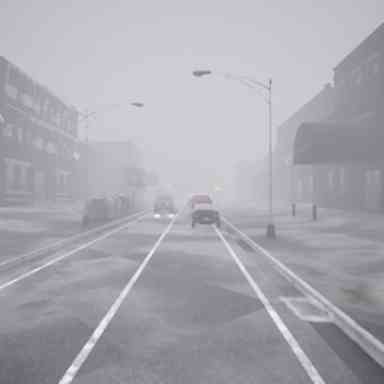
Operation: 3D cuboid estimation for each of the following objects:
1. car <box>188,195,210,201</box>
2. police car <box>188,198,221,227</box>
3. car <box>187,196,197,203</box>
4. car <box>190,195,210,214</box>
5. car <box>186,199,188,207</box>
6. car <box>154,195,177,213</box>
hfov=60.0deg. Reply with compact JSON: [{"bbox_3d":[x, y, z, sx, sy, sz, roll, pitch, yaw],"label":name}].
[{"bbox_3d":[0.893,1.319,33.095,2.150,2.045,5.566,0,0,0],"label":"car"},{"bbox_3d":[0.895,1.472,23.170,1.930,1.638,5.238,0,0,0],"label":"police car"},{"bbox_3d":[-0.014,1.683,71.505,1.994,1.385,4.181,0,0,0],"label":"car"},{"bbox_3d":[0.892,1.355,39.096,2.150,2.045,5.566,0,0,0],"label":"car"},{"bbox_3d":[-0.011,1.752,56.806,1.812,1.442,4.674,0,0,0],"label":"car"},{"bbox_3d":[-3.097,1.348,38.480,2.150,2.045,5.566,0,0,0],"label":"car"}]
